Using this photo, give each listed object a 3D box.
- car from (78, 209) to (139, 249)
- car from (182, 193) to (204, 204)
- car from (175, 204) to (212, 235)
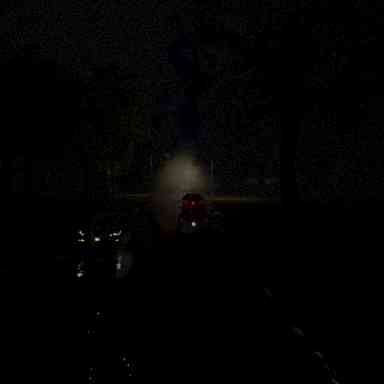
[{"bbox_3d":[-3.576,1.555,15.013,1.837,1.490,4.892,0,0,0],"label":"car"},{"bbox_3d":[0.105,1.146,35.496,2.150,2.045,5.566,0,1,0],"label":"car"},{"bbox_3d":[0.092,1.606,19.136,1.994,1.385,4.181,0,0,0],"label":"car"}]
